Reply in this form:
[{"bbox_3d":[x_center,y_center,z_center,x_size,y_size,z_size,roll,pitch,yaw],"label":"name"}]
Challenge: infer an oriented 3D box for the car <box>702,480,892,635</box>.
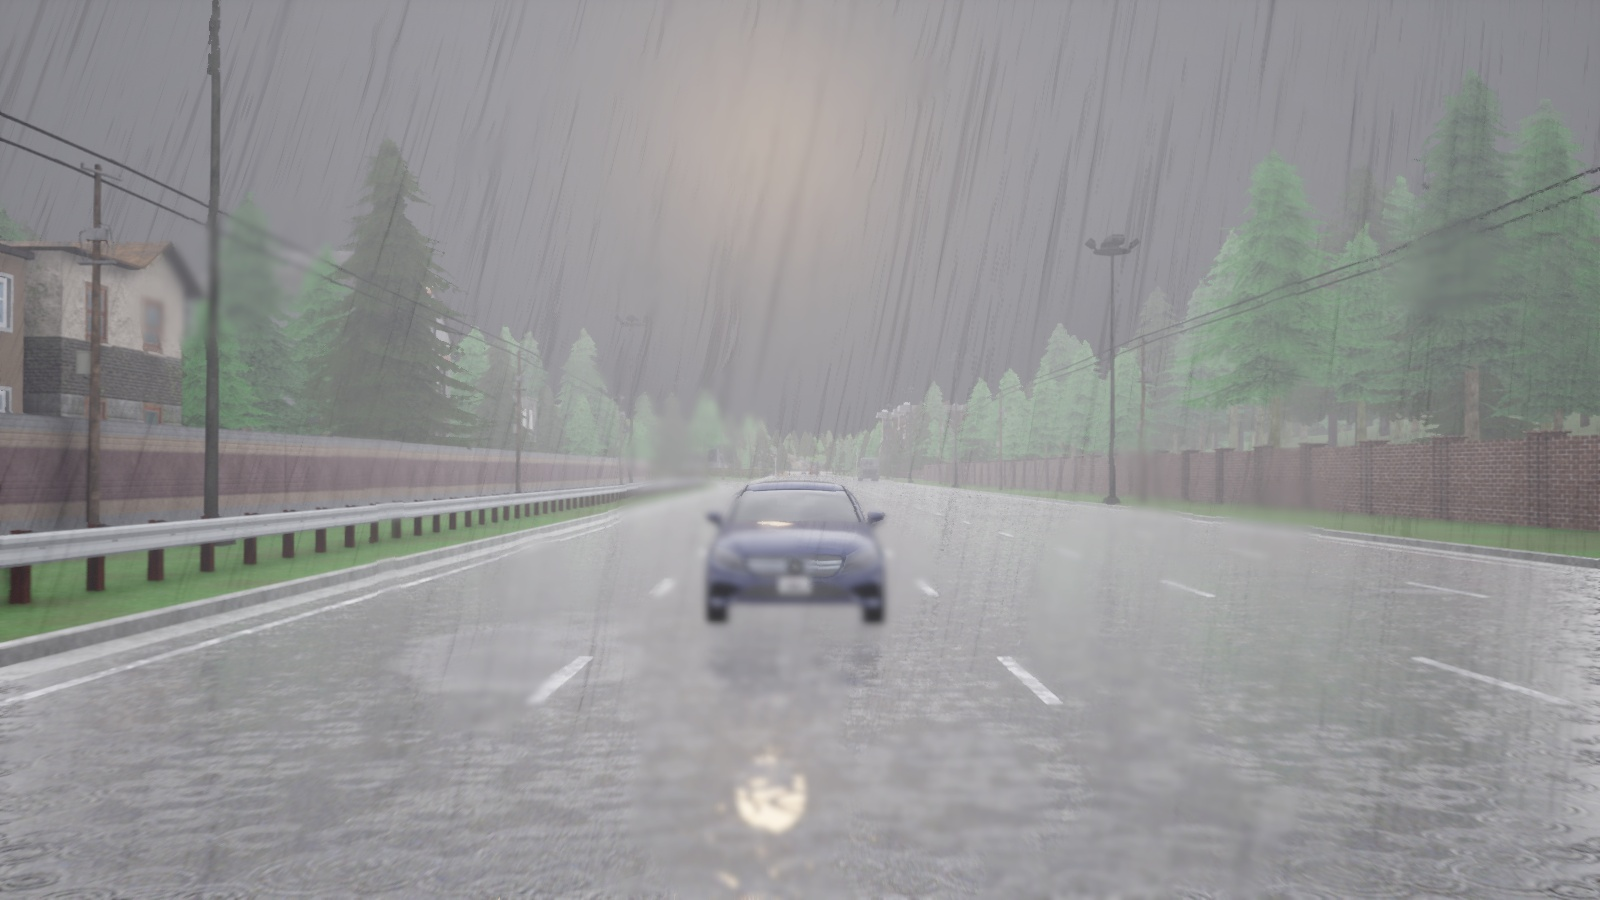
[{"bbox_3d":[-0.036,1.081,14.350,1.812,1.442,4.674,0,-1,0],"label":"car"}]
